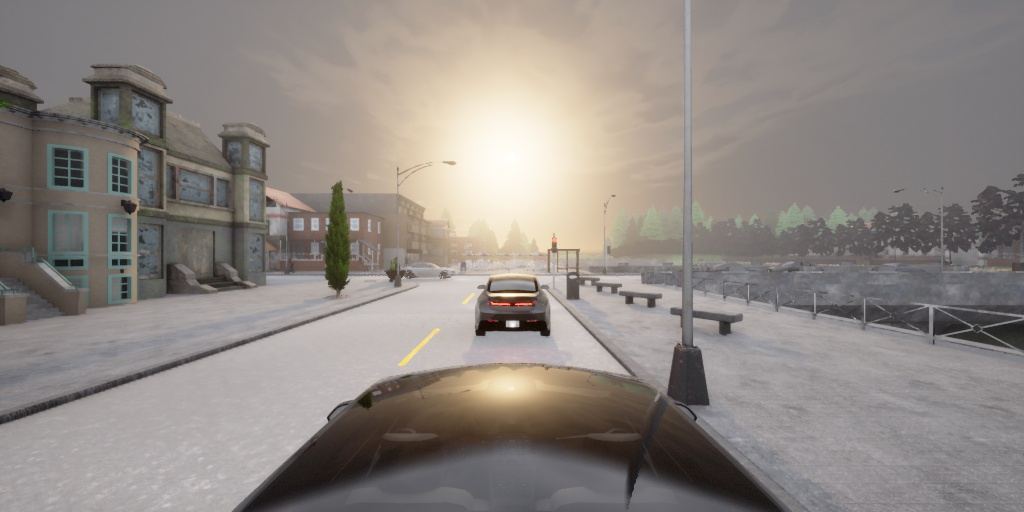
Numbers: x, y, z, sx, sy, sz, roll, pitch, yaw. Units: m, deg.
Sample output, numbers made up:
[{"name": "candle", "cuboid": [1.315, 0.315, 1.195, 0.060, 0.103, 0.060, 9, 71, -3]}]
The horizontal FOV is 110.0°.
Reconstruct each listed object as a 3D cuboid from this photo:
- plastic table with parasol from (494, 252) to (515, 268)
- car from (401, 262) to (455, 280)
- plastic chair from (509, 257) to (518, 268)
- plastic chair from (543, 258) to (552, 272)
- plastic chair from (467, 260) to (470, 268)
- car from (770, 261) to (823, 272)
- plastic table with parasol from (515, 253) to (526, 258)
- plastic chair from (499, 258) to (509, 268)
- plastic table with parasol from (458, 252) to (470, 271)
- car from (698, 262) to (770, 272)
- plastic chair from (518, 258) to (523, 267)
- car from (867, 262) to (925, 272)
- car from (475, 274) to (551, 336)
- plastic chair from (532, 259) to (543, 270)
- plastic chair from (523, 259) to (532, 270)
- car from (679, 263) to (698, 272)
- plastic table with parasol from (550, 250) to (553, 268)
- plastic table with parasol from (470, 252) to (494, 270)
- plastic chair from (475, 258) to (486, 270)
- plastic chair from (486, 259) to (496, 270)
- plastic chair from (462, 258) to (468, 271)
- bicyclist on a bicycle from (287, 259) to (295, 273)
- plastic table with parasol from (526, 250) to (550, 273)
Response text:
[{"name": "plastic table with parasol", "cuboid": [-1.206, 0.675, 57.744, 2.482, 2.480, 2.482, 0, 0, 0]}, {"name": "car", "cuboid": [-7.230, 1.275, 30.748, 4.674, 1.442, 1.812, 0, 0, 0]}, {"name": "plastic chair", "cuboid": [0.144, 1.279, 57.644, 0.730, 1.272, 0.750, 0, 0, 0]}, {"name": "plastic chair", "cuboid": [4.843, 1.279, 49.844, 0.730, 1.272, 0.750, 0, 0, 0]}, {"name": "plastic chair", "cuboid": [-5.557, 1.279, 50.844, 0.730, 1.272, 0.750, 0, 0, 0]}, {"name": "car", "cuboid": [27.432, 1.254, 34.946, 4.892, 1.490, 1.837, 0, 0, 0]}, {"name": "plastic table with parasol", "cuboid": [1.164, 0.675, 65.354, 2.482, 2.480, 2.482, 0, 0, 0]}, {"name": "plastic chair", "cuboid": [-1.256, 1.279, 56.544, 0.750, 1.272, 0.730, 0, 0, 0]}, {"name": "plastic table with parasol", "cuboid": [-7.126, 0.675, 57.355, 2.482, 2.480, 2.482, 0, 0, 0]}, {"name": "car", "cuboid": [18.967, 1.275, 30.760, 4.674, 1.442, 1.812, 0, 0, 0]}, {"name": "plastic chair", "cuboid": [1.047, 1.279, 64.176, 0.750, 1.272, 0.730, 0, 0, -1]}, {"name": "car", "cuboid": [37.328, 1.314, 34.933, 4.181, 1.385, 1.994, 0, 0, 0]}, {"name": "car", "cuboid": [0.035, 1.255, 10.345, 1.837, 1.490, 4.892, 0, 0, 1]}, {"name": "plastic chair", "cuboid": [3.443, 1.279, 48.744, 0.750, 1.272, 0.730, 0, 0, 0]}, {"name": "plastic chair", "cuboid": [2.243, 1.279, 50.044, 0.730, 1.272, 0.750, 0, 0, 0]}, {"name": "car", "cuboid": [18.647, 1.314, 34.947, 4.181, 1.385, 1.994, 0, 0, 0]}, {"name": "plastic table with parasol", "cuboid": [4.994, 0.675, 58.644, 2.482, 2.480, 2.482, 0, 0, 0]}, {"name": "plastic table with parasol", "cuboid": [-4.237, 0.675, 50.764, 2.482, 2.480, 2.482, 0, 0, 0]}, {"name": "plastic chair", "cuboid": [-4.357, 1.279, 49.544, 0.750, 1.272, 0.730, 0, 0, 0]}, {"name": "plastic chair", "cuboid": [-2.957, 1.279, 50.644, 0.730, 1.272, 0.750, 0, 0, 0]}, {"name": "plastic chair", "cuboid": [-7.053, 1.279, 56.176, 0.750, 1.272, 0.730, 0, 0, -1]}, {"name": "bicyclist on a bicycle", "cuboid": [-24.188, 1.099, 39.139, 0.582, 1.620, 1.656, 0, 0, 0]}, {"name": "plastic table with parasol", "cuboid": [3.583, 0.675, 50.014, 2.482, 2.480, 2.482, 0, 0, 0]}]
